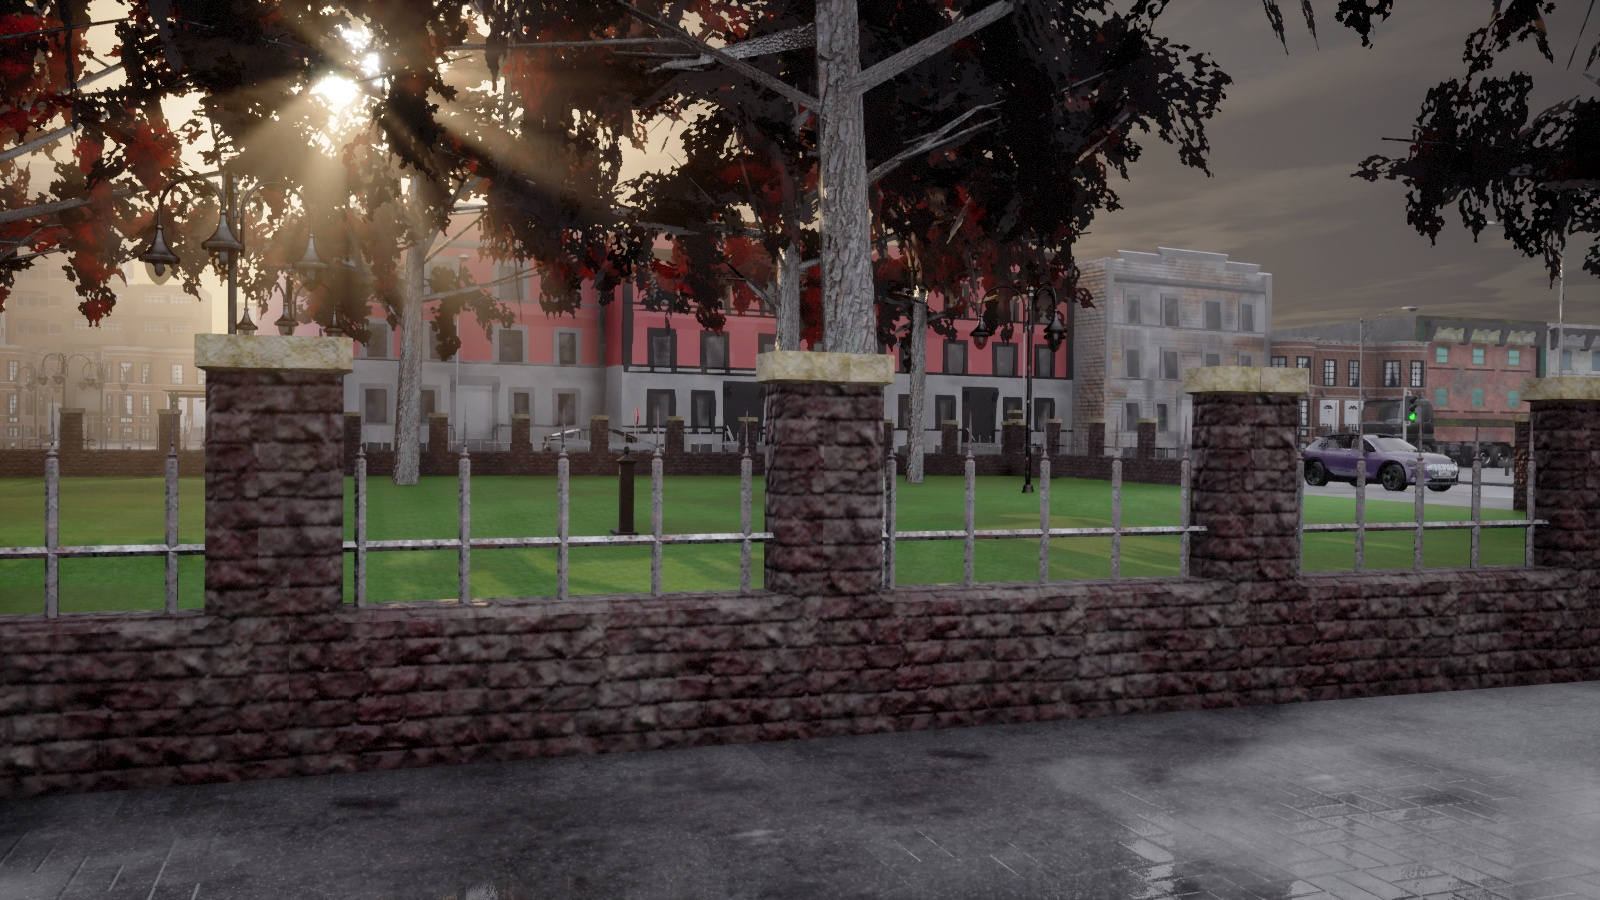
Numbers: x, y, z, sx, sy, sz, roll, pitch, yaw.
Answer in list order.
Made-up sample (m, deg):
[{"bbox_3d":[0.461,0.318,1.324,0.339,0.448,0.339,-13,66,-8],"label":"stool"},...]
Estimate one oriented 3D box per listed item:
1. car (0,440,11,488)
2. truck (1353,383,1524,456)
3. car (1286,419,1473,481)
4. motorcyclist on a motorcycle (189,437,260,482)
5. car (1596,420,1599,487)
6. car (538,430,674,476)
[{"bbox_3d":[-26.968,0.470,38.065,4.792,1.488,2.163,-1,1,-19],"label":"car"},{"bbox_3d":[31.763,-1.543,62.450,7.936,3.462,2.891,-1,1,-19],"label":"truck"},{"bbox_3d":[16.602,-0.041,36.265,2.033,1.649,4.856,-1,1,-21],"label":"car"},{"bbox_3d":[-20.409,0.329,44.546,2.191,1.530,0.866,-1,1,-19],"label":"motorcyclist on a motorcycle"},{"bbox_3d":[19.865,0.094,26.833,2.007,1.525,4.514,-1,1,-21],"label":"car"},{"bbox_3d":[-6.960,0.089,44.948,4.514,1.525,2.007,-1,1,-18],"label":"car"}]
